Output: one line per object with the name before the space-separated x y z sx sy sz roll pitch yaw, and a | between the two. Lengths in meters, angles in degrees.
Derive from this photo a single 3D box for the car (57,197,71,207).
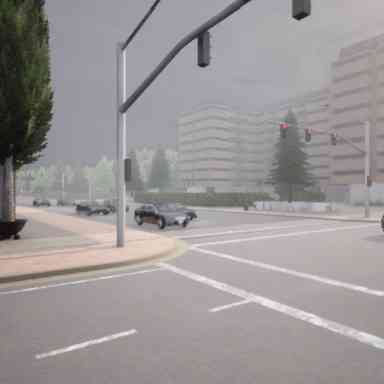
car | -19.760 1.483 52.172 2.128 1.511 4.902 0 0 -36

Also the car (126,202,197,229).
car | -2.077 1.485 21.528 2.128 1.511 4.902 0 0 -35

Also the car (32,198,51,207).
car | -22.879 1.540 50.523 2.033 1.411 5.357 0 0 -36

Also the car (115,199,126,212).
car | -8.521 1.481 36.454 2.128 1.511 4.902 0 0 -36

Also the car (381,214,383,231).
car | 12.243 1.210 17.765 5.566 2.045 2.150 0 0 -39

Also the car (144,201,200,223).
car | -1.786 1.538 27.120 2.033 1.411 5.357 0 0 -36

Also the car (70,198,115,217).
car | -9.703 1.540 32.106 2.033 1.411 5.357 0 0 -36
